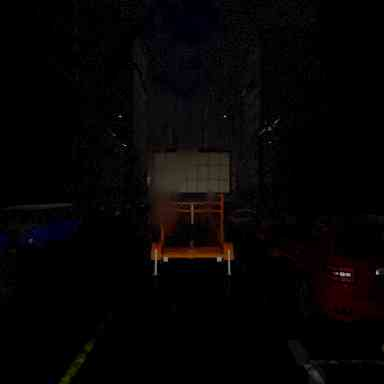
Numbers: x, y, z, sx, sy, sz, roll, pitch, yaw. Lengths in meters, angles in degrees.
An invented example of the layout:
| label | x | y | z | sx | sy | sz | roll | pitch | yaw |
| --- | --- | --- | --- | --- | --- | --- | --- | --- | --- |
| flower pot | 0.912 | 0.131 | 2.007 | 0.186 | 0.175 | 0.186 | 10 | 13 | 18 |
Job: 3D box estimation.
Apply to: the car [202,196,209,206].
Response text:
| label | x | y | z | sx | sy | sz | roll | pitch | yaw |
| --- | --- | --- | --- | --- | --- | --- | --- | --- | --- |
| car | 2.898 | 1.517 | 51.684 | 2.008 | 1.369 | 4.403 | -1 | 0 | 0 |

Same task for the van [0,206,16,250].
| label | x | y | z | sx | sy | sz | roll | pitch | yaw |
| --- | --- | --- | --- | --- | --- | --- | --- | --- | --- |
| van | -5.676 | 1.339 | 7.003 | 1.690 | 1.788 | 3.998 | -1 | 0 | 0 |

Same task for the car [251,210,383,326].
| label | x | y | z | sx | sy | sz | roll | pitch | yaw |
| --- | --- | --- | --- | --- | --- | --- | --- | --- | --- |
| car | 2.854 | 1.313 | 6.997 | 2.192 | 1.841 | 5.009 | -1 | 0 | 0 |

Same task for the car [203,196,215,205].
| label | x | y | z | sx | sy | sz | roll | pitch | yaw |
| --- | --- | --- | --- | --- | --- | --- | --- | --- | --- |
| car | 2.903 | 1.485 | 57.439 | 1.752 | 1.417 | 4.829 | -1 | 0 | 0 |

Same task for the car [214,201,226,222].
| label | x | y | z | sx | sy | sz | roll | pitch | yaw |
| --- | --- | --- | --- | --- | --- | --- | --- | --- | --- |
| car | 2.873 | 1.555 | 23.754 | 1.947 | 1.339 | 4.313 | -1 | 0 | 0 |

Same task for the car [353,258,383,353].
| label | x | y | z | sx | sy | sz | roll | pitch | yaw |
| --- | --- | --- | --- | --- | --- | --- | --- | --- | --- |
| car | 2.852 | 1.525 | 1.581 | 1.752 | 1.417 | 4.829 | -1 | 0 | 0 |

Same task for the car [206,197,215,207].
| label | x | y | z | sx | sy | sz | roll | pitch | yaw |
| --- | --- | --- | --- | --- | --- | --- | --- | --- | --- |
| car | 2.883 | 1.532 | 34.926 | 2.008 | 1.369 | 4.403 | -1 | 0 | 0 |

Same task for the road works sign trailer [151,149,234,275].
| label | x | y | z | sx | sy | sz | roll | pitch | yaw |
| --- | --- | --- | --- | --- | --- | --- | --- | --- | --- |
| road works sign trailer | 0.011 | 0.461 | 10.400 | 2.380 | 3.560 | 2.880 | 0 | 0 | 0 |

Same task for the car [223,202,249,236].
| label | x | y | z | sx | sy | sz | roll | pitch | yaw |
| --- | --- | --- | --- | --- | --- | --- | --- | --- | --- |
| car | 2.867 | 1.517 | 18.339 | 1.752 | 1.417 | 4.829 | -1 | 0 | 0 |

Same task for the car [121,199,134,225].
| label | x | y | z | sx | sy | sz | roll | pitch | yaw |
| --- | --- | --- | --- | --- | --- | --- | --- | --- | --- |
| car | -5.664 | 1.429 | 23.760 | 1.967 | 1.590 | 4.097 | -1 | 0 | 0 |

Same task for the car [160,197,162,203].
| label | x | y | z | sx | sy | sz | roll | pitch | yaw |
| --- | --- | --- | --- | --- | --- | --- | --- | --- | --- |
| car | -5.631 | 1.490 | 68.446 | 1.887 | 1.381 | 4.507 | -1 | 0 | 0 |

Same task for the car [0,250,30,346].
| label | x | y | z | sx | sy | sz | roll | pitch | yaw |
| --- | --- | --- | --- | --- | --- | --- | --- | --- | --- |
| car | -3.102 | 1.525 | 2.100 | 1.812 | 1.442 | 4.674 | 0 | 0 | 0 |

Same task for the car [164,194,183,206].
| label | x | y | z | sx | sy | sz | roll | pitch | yaw |
| --- | --- | --- | --- | --- | --- | --- | --- | --- | --- |
| car | -3.049 | 1.182 | 55.191 | 2.150 | 2.045 | 5.566 | 0 | 0 | 0 |

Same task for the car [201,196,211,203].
| label | x | y | z | sx | sy | sz | roll | pitch | yaw |
| --- | --- | --- | --- | --- | --- | --- | --- | --- | --- |
| car | 2.914 | 1.527 | 68.441 | 1.802 | 1.307 | 4.206 | -1 | 0 | 0 |

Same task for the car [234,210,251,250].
| label | x | y | z | sx | sy | sz | roll | pitch | yaw |
| --- | --- | --- | --- | --- | --- | --- | --- | --- | --- |
| car | 2.863 | 1.577 | 12.582 | 1.802 | 1.307 | 4.206 | -1 | 0 | 0 |

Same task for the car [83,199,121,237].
| label | x | y | z | sx | sy | sz | roll | pitch | yaw |
| --- | --- | --- | --- | --- | --- | --- | --- | --- | --- |
| car | -5.669 | 1.307 | 18.175 | 2.192 | 1.841 | 5.009 | -1 | 0 | 0 |

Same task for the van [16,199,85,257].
| label | x | y | z | sx | sy | sz | roll | pitch | yaw |
| --- | --- | --- | --- | --- | --- | --- | --- | --- | --- |
| van | -5.672 | 1.336 | 12.589 | 1.690 | 1.788 | 3.998 | -1 | 0 | 0 |

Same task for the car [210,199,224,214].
| label | x | y | z | sx | sy | sz | roll | pitch | yaw |
| --- | --- | --- | --- | --- | --- | --- | --- | --- | --- |
| car | 2.878 | 1.551 | 29.340 | 1.947 | 1.339 | 4.313 | -1 | 0 | 0 |

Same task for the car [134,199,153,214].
| label | x | y | z | sx | sy | sz | roll | pitch | yaw |
| --- | --- | --- | --- | --- | --- | --- | --- | --- | --- |
| car | -5.656 | 1.421 | 34.931 | 1.967 | 1.590 | 4.097 | -1 | 0 | 0 |

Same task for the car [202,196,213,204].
| label | x | y | z | sx | sy | sz | roll | pitch | yaw |
| --- | --- | --- | --- | --- | --- | --- | --- | --- | --- |
| car | 2.909 | 1.518 | 62.856 | 1.947 | 1.339 | 4.313 | -1 | 0 | 0 |
